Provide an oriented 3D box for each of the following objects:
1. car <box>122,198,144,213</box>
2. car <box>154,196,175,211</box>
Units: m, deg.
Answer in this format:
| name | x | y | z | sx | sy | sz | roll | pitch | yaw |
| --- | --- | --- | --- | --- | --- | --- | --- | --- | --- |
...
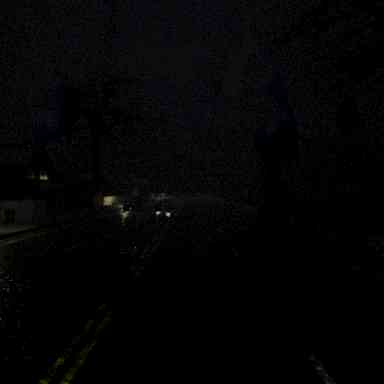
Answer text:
| name | x | y | z | sx | sy | sz | roll | pitch | yaw |
| --- | --- | --- | --- | --- | --- | --- | --- | --- | --- |
| car | -6.572 | 1.494 | 37.667 | 1.837 | 1.490 | 4.892 | 0 | 0 | 0 |
| car | -3.317 | 1.554 | 39.484 | 1.994 | 1.385 | 4.181 | 0 | 0 | 0 |
